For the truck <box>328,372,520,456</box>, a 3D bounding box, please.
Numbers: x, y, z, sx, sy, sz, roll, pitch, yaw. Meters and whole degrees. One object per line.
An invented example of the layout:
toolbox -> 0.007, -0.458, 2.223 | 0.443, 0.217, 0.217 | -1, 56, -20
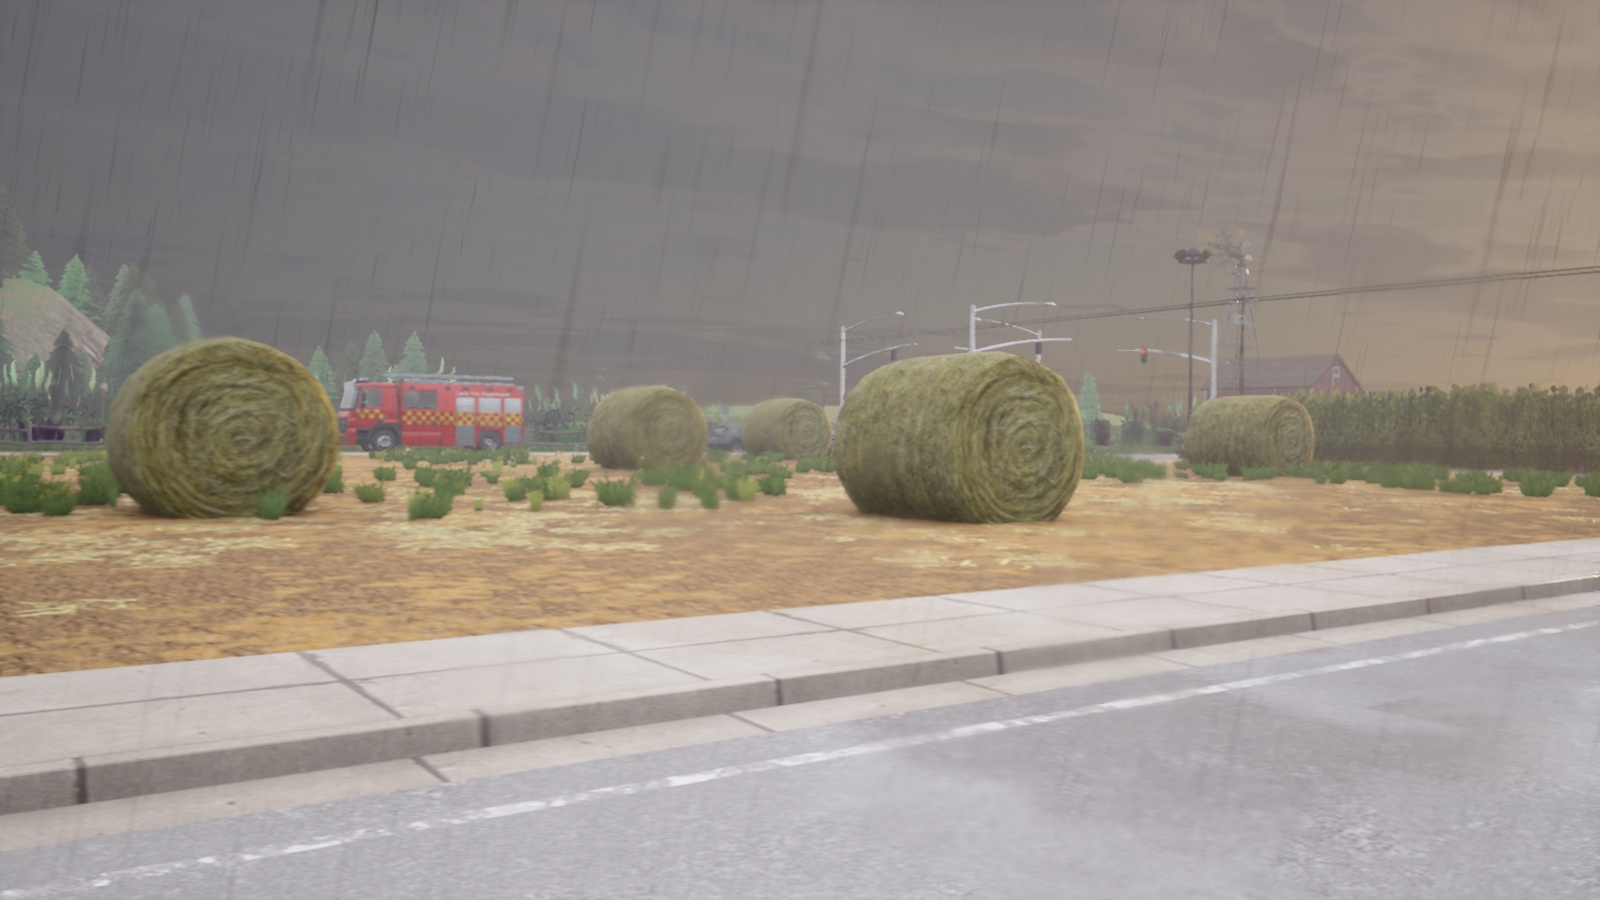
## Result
truck -> -18.205, -1.687, 61.057 | 8.468, 3.827, 2.891 | 0, 1, -31

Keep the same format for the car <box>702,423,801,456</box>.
car -> -2.542, -0.564, 66.440 | 4.856, 1.649, 2.033 | 0, 1, -31
